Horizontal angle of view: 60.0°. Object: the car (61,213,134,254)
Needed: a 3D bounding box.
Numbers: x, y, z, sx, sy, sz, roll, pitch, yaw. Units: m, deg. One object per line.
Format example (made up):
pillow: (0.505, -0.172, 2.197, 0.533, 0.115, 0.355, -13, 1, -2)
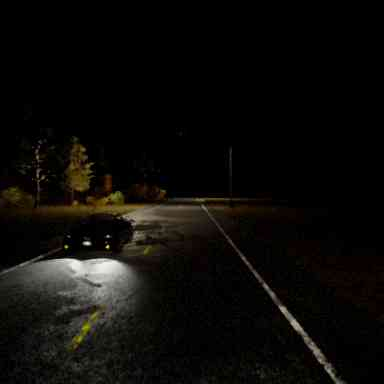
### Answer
car: (-3.597, 1.564, 13.358, 1.994, 1.385, 4.181, 0, 0, 0)
